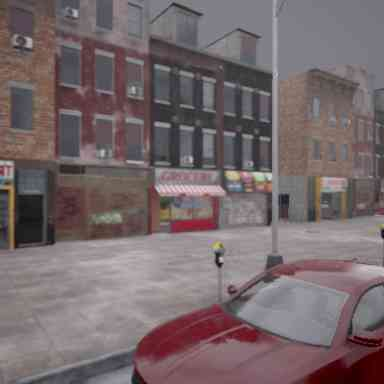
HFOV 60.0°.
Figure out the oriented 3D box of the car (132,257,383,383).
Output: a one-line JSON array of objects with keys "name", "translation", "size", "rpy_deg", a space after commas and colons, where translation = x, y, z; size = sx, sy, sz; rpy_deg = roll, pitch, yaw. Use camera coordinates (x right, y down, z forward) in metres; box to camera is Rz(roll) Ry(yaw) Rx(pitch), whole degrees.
[{"name": "car", "translation": [1.494, 1.542, 3.869], "size": [4.507, 1.381, 1.887], "rpy_deg": [0, 0, -35]}]
